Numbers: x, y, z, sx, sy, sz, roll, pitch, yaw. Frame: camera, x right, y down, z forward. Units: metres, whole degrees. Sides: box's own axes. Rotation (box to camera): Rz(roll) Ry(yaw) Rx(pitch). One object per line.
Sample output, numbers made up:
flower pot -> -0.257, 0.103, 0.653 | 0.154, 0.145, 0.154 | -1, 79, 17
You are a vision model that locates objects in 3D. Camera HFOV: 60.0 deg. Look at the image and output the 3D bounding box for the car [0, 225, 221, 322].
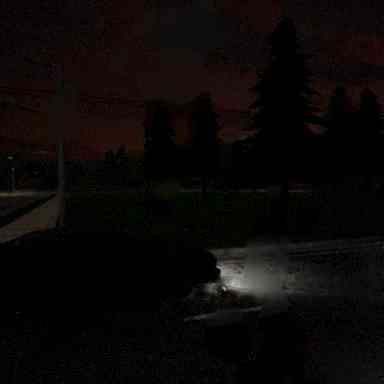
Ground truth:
car -> -2.135, 1.413, 6.770 | 5.357, 1.411, 2.033 | -1, 1, -22
